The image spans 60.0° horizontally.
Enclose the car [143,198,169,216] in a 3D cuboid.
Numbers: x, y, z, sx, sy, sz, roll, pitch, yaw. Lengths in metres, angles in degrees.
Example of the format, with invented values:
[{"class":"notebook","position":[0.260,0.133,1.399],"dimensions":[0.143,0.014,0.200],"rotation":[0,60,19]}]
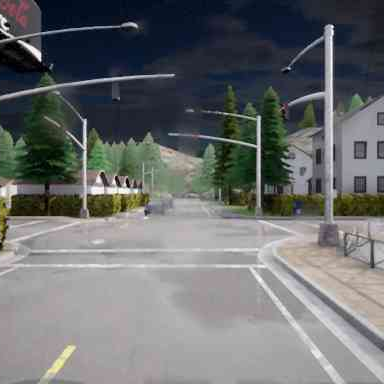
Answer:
[{"class":"car","position":[-3.595,1.577,33.190],"dimensions":[1.812,1.442,4.674],"rotation":[0,0,0]}]

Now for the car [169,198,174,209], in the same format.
[{"class":"car","position":[-3.589,1.577,46.365],"dimensions":[1.837,1.490,4.892],"rotation":[0,0,0]}]
